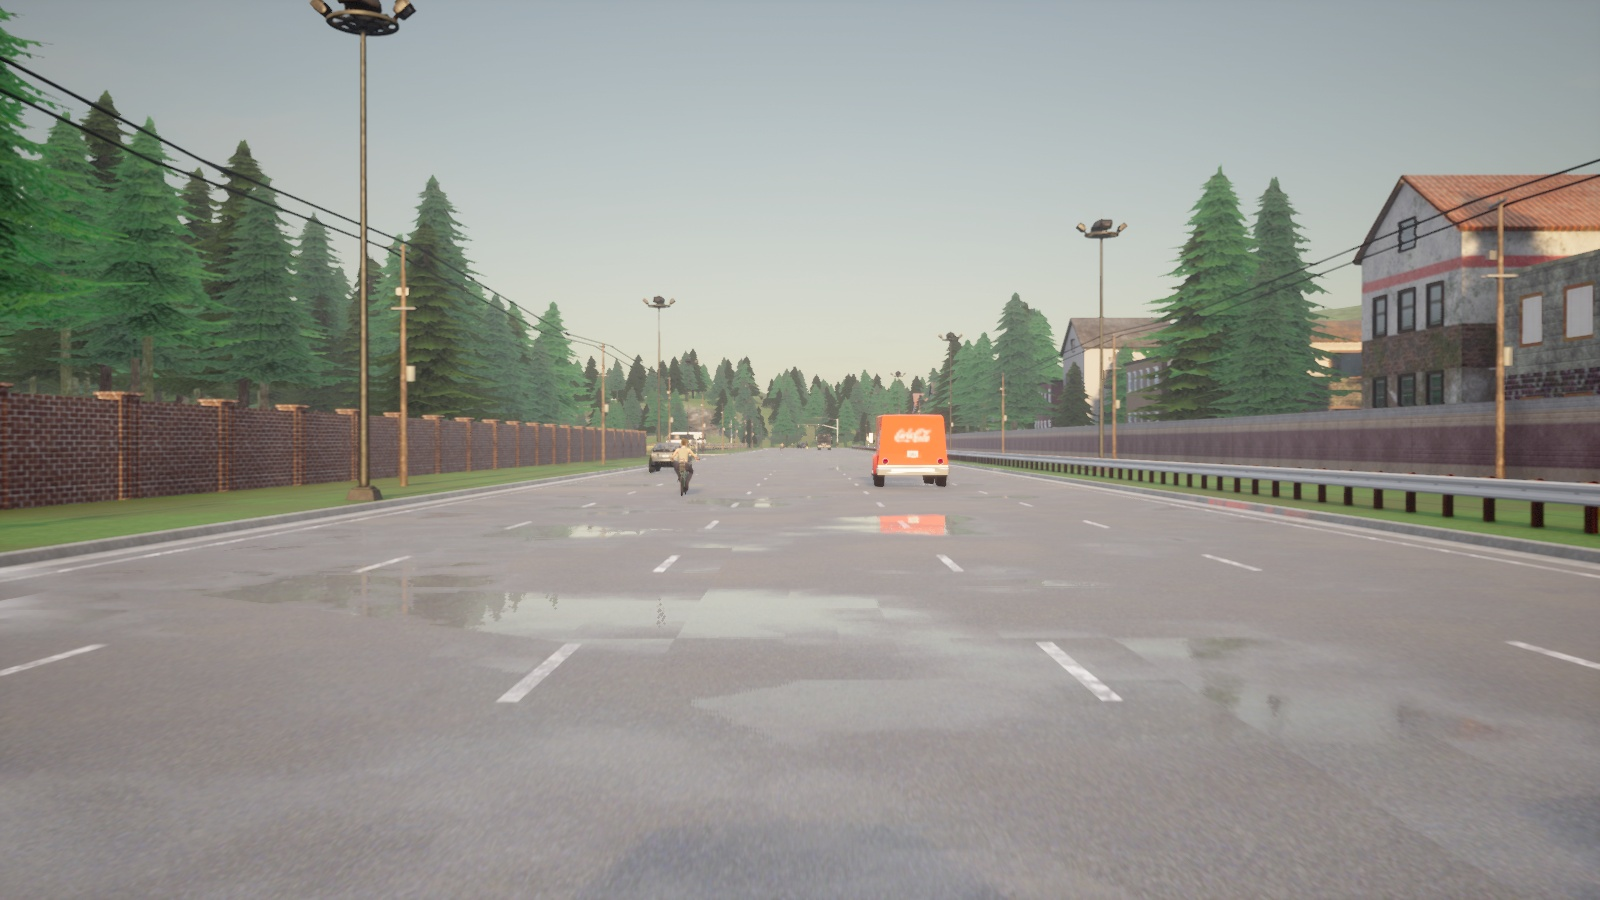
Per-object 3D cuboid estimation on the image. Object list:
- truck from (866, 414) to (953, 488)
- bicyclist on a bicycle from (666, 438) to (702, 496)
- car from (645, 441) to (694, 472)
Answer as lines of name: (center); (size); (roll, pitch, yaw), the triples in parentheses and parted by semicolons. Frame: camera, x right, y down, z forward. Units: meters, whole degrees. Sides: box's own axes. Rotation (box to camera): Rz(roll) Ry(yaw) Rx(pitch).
truck: (3.769, 0.013, 44.283); (2.627, 2.467, 5.204); (0, 0, 0)
bicyclist on a bicycle: (-3.287, 0.480, 35.627); (0.866, 1.612, 1.509); (0, 0, 1)
car: (-6.619, 0.327, 64.125); (2.007, 1.525, 4.514); (0, 0, 0)
